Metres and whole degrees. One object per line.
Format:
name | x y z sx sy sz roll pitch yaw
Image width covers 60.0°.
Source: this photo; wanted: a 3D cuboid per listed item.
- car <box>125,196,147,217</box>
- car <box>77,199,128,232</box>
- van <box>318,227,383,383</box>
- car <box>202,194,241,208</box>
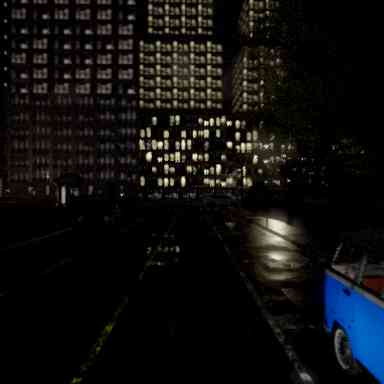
car | -5.372 1.303 30.701 2.192 1.841 5.009 0 0 0
car | -5.306 1.434 19.615 1.967 1.590 4.097 0 0 0
van | 2.569 1.341 2.975 1.690 1.788 3.998 0 0 0
car | 4.278 1.302 47.427 5.566 2.045 2.150 1 0 -1
